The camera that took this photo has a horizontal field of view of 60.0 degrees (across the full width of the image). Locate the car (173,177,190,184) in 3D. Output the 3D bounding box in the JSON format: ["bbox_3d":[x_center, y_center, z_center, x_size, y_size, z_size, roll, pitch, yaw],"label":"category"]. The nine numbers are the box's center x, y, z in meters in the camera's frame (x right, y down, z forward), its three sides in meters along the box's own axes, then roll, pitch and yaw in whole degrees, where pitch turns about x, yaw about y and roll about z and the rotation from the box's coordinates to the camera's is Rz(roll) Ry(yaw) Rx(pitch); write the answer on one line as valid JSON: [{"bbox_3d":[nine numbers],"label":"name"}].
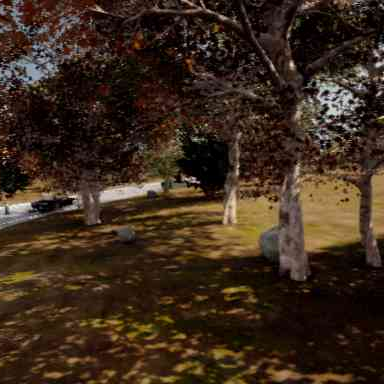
[{"bbox_3d":[-2.020,-2.223,62.921,1.895,1.301,4.718,-1,5,22],"label":"car"}]

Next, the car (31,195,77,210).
[{"bbox_3d":[-12.688,0.918,31.177,1.895,1.301,4.718,-1,4,13],"label":"car"}]
